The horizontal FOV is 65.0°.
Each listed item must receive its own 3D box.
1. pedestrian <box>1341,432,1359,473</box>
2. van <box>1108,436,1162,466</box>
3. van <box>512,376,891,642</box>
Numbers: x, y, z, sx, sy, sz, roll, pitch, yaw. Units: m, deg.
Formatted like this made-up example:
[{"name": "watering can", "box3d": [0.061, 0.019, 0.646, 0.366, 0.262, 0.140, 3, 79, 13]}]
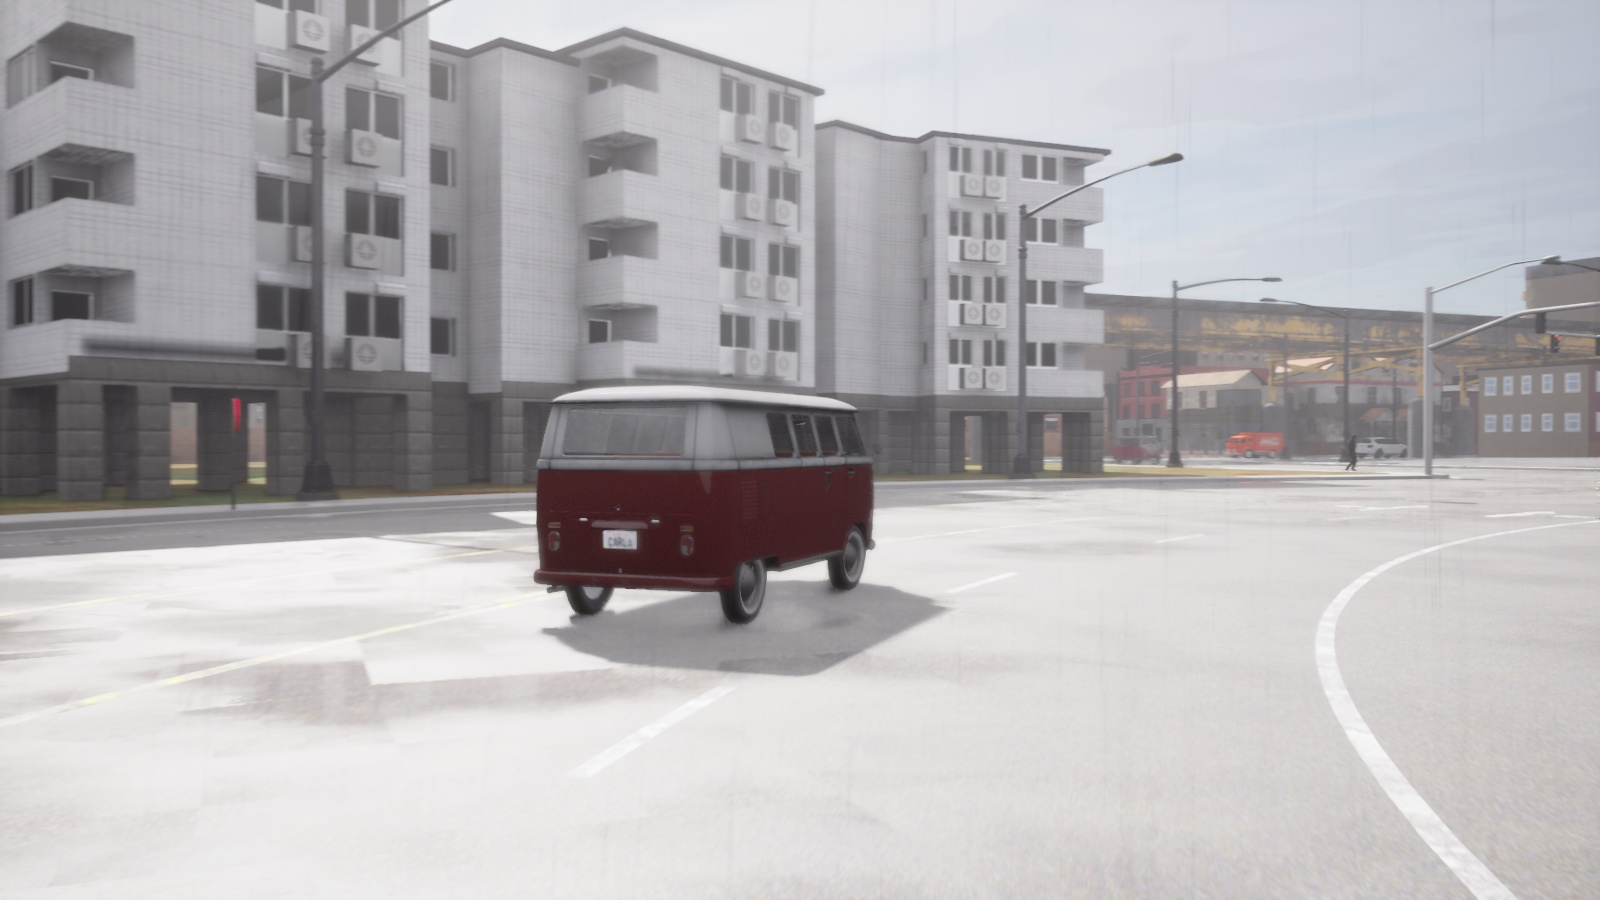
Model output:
[{"name": "pedestrian", "box3d": [26.115, 0.121, 59.651, 0.395, 1.930, 0.692, 0, 0, -25]}, {"name": "van", "box3d": [22.874, 0.063, 85.893, 1.775, 1.987, 4.442, 0, 0, -12]}, {"name": "van", "box3d": [-0.664, 0.431, 11.781, 1.775, 1.987, 4.442, 0, 0, 22]}]
